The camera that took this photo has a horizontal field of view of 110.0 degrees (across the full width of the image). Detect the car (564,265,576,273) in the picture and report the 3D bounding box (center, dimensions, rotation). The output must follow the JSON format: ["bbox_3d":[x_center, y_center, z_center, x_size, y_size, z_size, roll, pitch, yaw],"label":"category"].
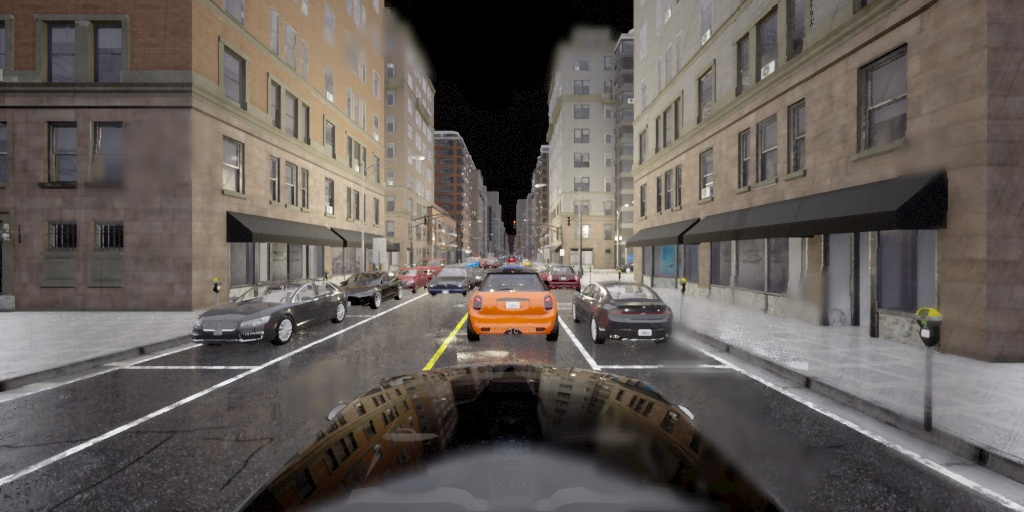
[{"bbox_3d":[2.653,1.187,20.417,1.967,1.591,4.097,0,0,0],"label":"car"}]

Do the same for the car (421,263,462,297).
[{"bbox_3d":[-3.070,1.295,19.319,2.033,1.411,5.357,0,0,1],"label":"car"}]

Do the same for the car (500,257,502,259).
[{"bbox_3d":[-3.122,1.260,62.782,1.812,1.442,4.674,0,0,0],"label":"car"}]

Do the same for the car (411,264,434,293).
[{"bbox_3d":[-5.873,1.329,20.384,1.802,1.307,4.207,0,0,0],"label":"car"}]

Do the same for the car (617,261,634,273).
[{"bbox_3d":[14.531,1.238,41.052,4.892,1.490,1.837,0,0,1],"label":"car"}]

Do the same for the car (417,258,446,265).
[{"bbox_3d":[-5.878,1.061,25.907,2.192,1.841,5.009,0,0,0],"label":"car"}]

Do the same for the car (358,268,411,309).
[{"bbox_3d":[-5.867,1.314,14.860,1.948,1.339,4.313,0,0,0],"label":"car"}]

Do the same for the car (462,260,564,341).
[{"bbox_3d":[0.013,1.101,10.014,2.097,1.767,4.553,0,0,0],"label":"car"}]

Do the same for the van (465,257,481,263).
[{"bbox_3d":[-5.902,1.078,52.855,1.690,1.789,3.998,0,0,0],"label":"van"}]

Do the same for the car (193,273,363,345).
[{"bbox_3d":[-5.863,1.300,9.335,2.007,1.370,4.403,0,0,0],"label":"car"}]

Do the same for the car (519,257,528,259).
[{"bbox_3d":[2.613,1.259,64.248,1.751,1.417,4.829,0,0,0],"label":"car"}]

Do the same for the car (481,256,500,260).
[{"bbox_3d":[-3.132,1.215,53.440,1.882,1.535,5.008,0,0,0],"label":"car"}]

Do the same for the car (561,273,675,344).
[{"bbox_3d":[2.663,1.300,9.366,2.007,1.370,4.403,0,0,0],"label":"car"}]
